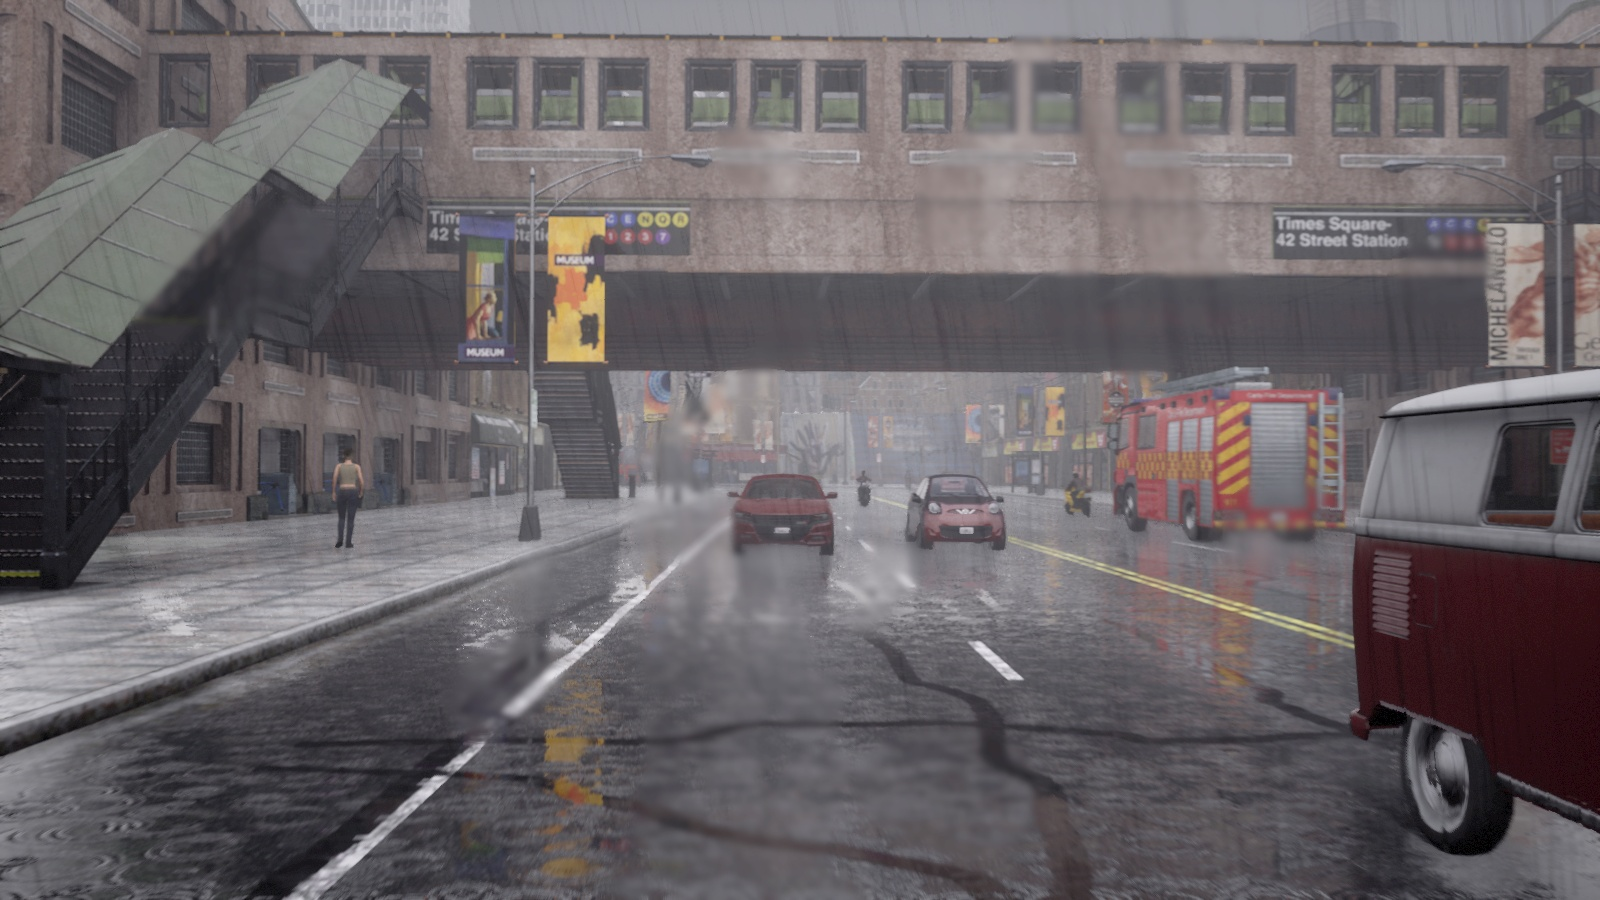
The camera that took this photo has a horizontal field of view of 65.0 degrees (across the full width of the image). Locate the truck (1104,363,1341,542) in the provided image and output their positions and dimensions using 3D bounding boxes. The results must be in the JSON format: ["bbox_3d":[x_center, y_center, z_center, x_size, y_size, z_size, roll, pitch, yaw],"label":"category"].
[{"bbox_3d":[10.077,0.121,31.128,2.891,3.827,8.468,0,-1,-1],"label":"truck"}]

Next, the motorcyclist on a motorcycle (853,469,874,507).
[{"bbox_3d":[2.829,1.696,56.424,0.766,1.649,2.350,0,-1,-1],"label":"motorcyclist on a motorcycle"}]

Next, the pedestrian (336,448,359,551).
[{"bbox_3d":[-8.211,0.894,22.788,0.345,1.836,0.594,0,-1,-15],"label":"pedestrian"}]

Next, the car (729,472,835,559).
[{"bbox_3d":[-0.346,1.209,24.791,1.882,1.535,5.008,0,-1,-1],"label":"car"}]

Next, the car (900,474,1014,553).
[{"bbox_3d":[3.142,1.245,25.775,1.845,1.501,3.633,0,-1,-1],"label":"car"}]

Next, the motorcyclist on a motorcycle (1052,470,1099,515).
[{"bbox_3d":[9.612,1.485,43.918,0.797,1.523,2.044,-1,-1,-12],"label":"motorcyclist on a motorcycle"}]

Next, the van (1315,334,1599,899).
[{"bbox_3d":[3.447,0.616,3.927,1.775,1.987,4.442,0,-1,-1],"label":"van"}]
